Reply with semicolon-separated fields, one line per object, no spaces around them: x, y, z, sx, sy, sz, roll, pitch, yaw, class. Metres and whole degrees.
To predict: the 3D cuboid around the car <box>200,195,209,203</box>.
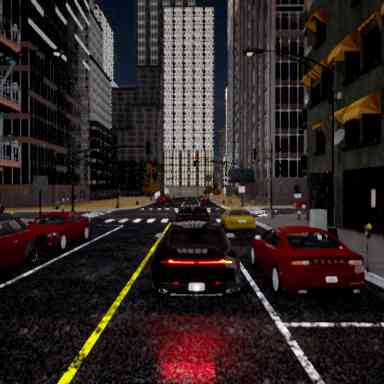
2.551;1.464;68.891;1.752;1.417;4.829;-1;0;0;car

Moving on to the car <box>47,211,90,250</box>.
-5.725;1.531;14.110;1.887;1.381;4.507;-1;0;0;car

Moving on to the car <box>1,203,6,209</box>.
-23.921;1.713;38.386;4.097;1.590;1.967;-1;2;-1;car

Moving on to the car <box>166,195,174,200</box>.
-5.871;1.467;90.944;1.887;1.381;4.507;-1;0;0;car

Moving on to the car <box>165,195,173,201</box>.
-5.861;1.452;85.215;1.752;1.417;4.829;-1;0;0;car

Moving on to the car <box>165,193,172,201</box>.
-5.831;1.254;68.706;2.192;1.841;5.009;-1;0;0;car

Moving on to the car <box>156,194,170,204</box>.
-5.818;1.488;63.146;1.887;1.381;4.507;-1;0;0;car

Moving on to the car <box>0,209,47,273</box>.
-5.716;1.431;8.586;1.967;1.590;4.097;-1;0;0;car

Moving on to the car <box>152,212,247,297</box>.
0.082;1.496;8.518;1.837;1.490;4.892;0;0;0;car

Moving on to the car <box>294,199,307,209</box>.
14.178;1.222;38.782;4.507;1.381;1.887;-1;2;-1;car

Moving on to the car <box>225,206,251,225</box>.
2.644;1.506;19.805;1.752;1.417;4.829;-1;0;0;car

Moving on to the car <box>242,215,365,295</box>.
2.666;1.536;8.588;1.887;1.381;4.507;-1;0;0;car

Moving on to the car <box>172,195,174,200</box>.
-5.842;1.250;74.266;2.192;1.841;5.009;-1;0;0;car

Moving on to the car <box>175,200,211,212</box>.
0.061;1.459;18.791;1.882;1.535;5.008;0;0;0;car

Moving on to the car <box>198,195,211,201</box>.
2.560;1.384;63.161;1.967;1.590;4.097;-1;0;0;car
